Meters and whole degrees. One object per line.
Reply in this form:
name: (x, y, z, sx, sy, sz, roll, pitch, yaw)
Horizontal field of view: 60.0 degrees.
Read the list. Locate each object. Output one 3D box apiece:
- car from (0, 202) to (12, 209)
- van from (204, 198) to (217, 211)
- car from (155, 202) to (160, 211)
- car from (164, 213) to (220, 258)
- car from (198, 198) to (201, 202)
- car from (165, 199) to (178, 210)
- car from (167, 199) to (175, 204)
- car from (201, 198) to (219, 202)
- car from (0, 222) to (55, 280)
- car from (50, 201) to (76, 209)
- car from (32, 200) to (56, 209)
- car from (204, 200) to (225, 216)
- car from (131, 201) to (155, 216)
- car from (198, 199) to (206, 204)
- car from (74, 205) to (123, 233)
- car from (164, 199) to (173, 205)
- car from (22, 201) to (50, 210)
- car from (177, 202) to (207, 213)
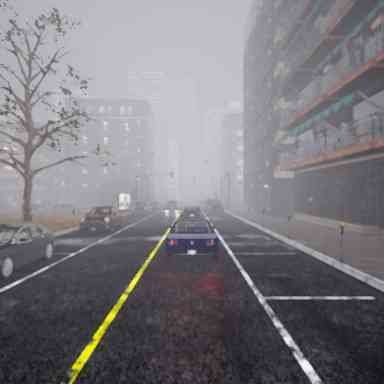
car: (-39.168, 2.787, 68.066, 4.206, 1.307, 1.802, -1, 1, 0)
van: (2.686, 1.830, 48.848, 1.690, 1.788, 3.998, 0, -1, 0)
car: (-5.693, 2.071, 48.847, 1.802, 1.307, 4.206, 0, -1, 0)
car: (0.018, 1.731, 13.252, 1.895, 1.301, 4.718, 0, -1, 0)
car: (2.690, 2.412, 81.238, 1.802, 1.307, 4.206, 0, -1, 0)
car: (-3.018, 2.039, 51.157, 1.812, 1.442, 4.674, 0, -1, 0)
car: (-5.691, 2.516, 92.298, 1.947, 1.339, 4.313, 0, -1, 0)
car: (2.686, 1.747, 43.321, 2.192, 1.841, 5.009, 0, -1, 0)
car: (-5.695, 1.651, 10.156, 2.008, 1.369, 4.403, 0, -1, 0)
car: (-22.399, 2.490, 59.599, 4.403, 1.369, 2.008, -1, 1, 0)
car: (-30.267, 2.516, 68.179, 4.097, 1.590, 1.967, -1, 1, 0)
car: (2.687, 1.920, 37.791, 1.887, 1.381, 4.507, 0, -1, 0)
car: (-5.695, 1.816, 37.793, 1.967, 1.590, 4.097, 0, -1, 0)
car: (2.690, 2.456, 86.762, 1.947, 1.339, 4.313, 0, -1, 0)
car: (-5.695, 1.648, 21.212, 1.967, 1.590, 4.097, 0, -1, 0)
car: (-5.691, 2.396, 81.251, 1.947, 1.339, 4.313, 0, -1, 0)
car: (-27.968, 2.570, 59.558, 4.403, 1.369, 2.008, -1, 1, 0)
car: (0.023, 1.846, 28.533, 1.994, 1.385, 4.181, 0, 0, 1)
